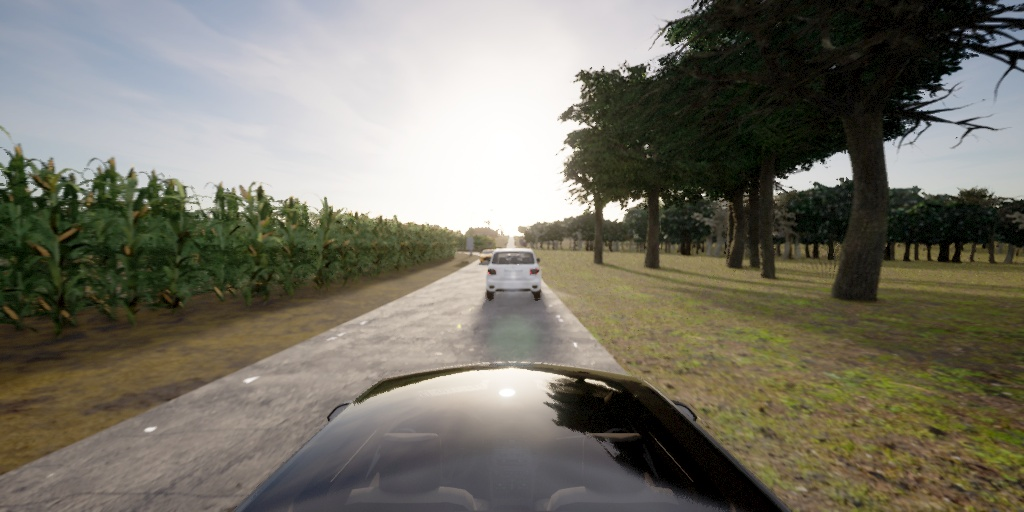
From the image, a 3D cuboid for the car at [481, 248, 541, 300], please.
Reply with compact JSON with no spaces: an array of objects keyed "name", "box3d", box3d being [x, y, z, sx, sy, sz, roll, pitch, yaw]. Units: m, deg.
[{"name":"car","box3d":[0.084,0.675,15.731,2.150,2.045,5.566,0,2,1]}]
